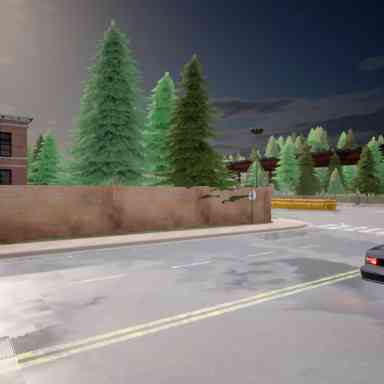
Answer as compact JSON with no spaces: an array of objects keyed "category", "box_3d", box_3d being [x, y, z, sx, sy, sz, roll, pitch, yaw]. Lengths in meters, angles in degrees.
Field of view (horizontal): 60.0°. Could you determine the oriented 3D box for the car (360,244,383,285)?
[{"category":"car","box_3d":[6.300,1.547,8.225,5.357,1.411,2.033,0,0,-35]}]
